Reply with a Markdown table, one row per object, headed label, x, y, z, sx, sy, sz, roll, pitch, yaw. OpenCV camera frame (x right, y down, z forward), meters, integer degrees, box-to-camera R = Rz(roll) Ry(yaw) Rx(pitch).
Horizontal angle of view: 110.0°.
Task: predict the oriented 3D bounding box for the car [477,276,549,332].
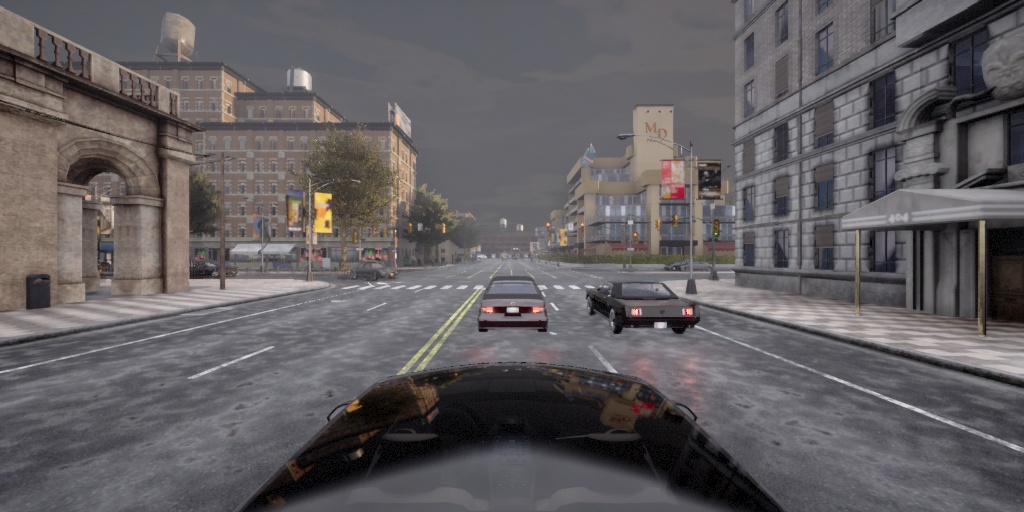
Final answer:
| label | x | y | z | sx | sy | sz | roll | pitch | yaw |
| --- | --- | --- | --- | --- | --- | --- | --- | --- | --- |
| car | 0.019 | 1.297 | 10.821 | 2.033 | 1.411 | 5.357 | 0 | 0 | 0 |

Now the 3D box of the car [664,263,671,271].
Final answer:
| label | x | y | z | sx | sy | sz | roll | pitch | yaw |
| --- | --- | --- | --- | --- | --- | --- | --- | --- | --- |
| car | 23.004 | 1.242 | 48.255 | 4.902 | 1.511 | 2.128 | 0 | 0 | 0 |

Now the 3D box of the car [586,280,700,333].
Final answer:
| label | x | y | z | sx | sy | sz | roll | pitch | yaw |
| --- | --- | --- | --- | --- | --- | --- | --- | --- | --- |
| car | 3.520 | 1.351 | 10.703 | 1.895 | 1.301 | 4.718 | 0 | 0 | 0 |

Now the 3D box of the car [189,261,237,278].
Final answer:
| label | x | y | z | sx | sy | sz | roll | pitch | yaw |
| --- | --- | --- | --- | --- | --- | --- | --- | --- | --- |
| car | -28.092 | 1.227 | 32.940 | 5.008 | 1.535 | 1.882 | 0 | 0 | 0 |

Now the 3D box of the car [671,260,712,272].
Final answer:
| label | x | y | z | sx | sy | sz | roll | pitch | yaw |
| --- | --- | --- | --- | --- | --- | --- | --- | --- | --- |
| car | 22.709 | 1.314 | 44.758 | 4.181 | 1.385 | 1.994 | 0 | 0 | 0 |

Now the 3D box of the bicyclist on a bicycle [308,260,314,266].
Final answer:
| label | x | y | z | sx | sy | sz | roll | pitch | yaw |
| --- | --- | --- | --- | --- | --- | --- | --- | --- | --- |
| bicyclist on a bicycle | -31.369 | 1.050 | 55.916 | 0.582 | 1.620 | 1.656 | 0 | 0 | 0 |

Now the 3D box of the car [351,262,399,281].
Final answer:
| label | x | y | z | sx | sy | sz | roll | pitch | yaw |
| --- | --- | --- | --- | --- | --- | --- | --- | --- | --- |
| car | -11.410 | 1.256 | 29.692 | 4.892 | 1.490 | 1.837 | 0 | -2 | 36 |
